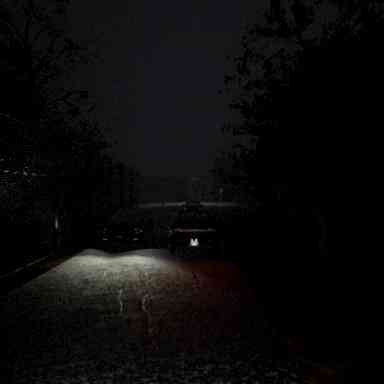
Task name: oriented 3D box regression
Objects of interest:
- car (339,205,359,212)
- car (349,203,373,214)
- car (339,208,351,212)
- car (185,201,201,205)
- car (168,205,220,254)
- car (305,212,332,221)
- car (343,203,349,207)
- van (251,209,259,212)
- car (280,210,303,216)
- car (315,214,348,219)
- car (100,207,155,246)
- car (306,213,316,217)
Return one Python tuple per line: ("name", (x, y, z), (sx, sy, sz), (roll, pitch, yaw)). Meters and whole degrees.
("car", (40.755, 4.288, 86.298), (4.674, 1.452, 2.002), (-1, 0, -17))
("car", (40.238, 4.093, 77.275), (5.566, 2.045, 2.435), (-1, 1, -17))
("car", (26.391, 4.264, 62.041), (2.435, 2.045, 5.566), (0, 0, -18))
("car", (0.088, 1.548, 30.020), (1.812, 1.442, 4.674), (0, 0, 0))
("car", (0.085, 1.503, 13.541), (2.128, 1.511, 4.902), (0, 0, 0))
("car", (23.474, 4.545, 62.093), (2.163, 1.488, 4.792), (0, 0, -18))
("car", (40.771, 4.274, 83.350), (5.366, 1.575, 1.946), (-1, 0, -17))
("van", (11.581, 4.291, 62.588), (1.878, 1.987, 4.442), (0, 0, -18))
("car", (17.551, 4.265, 62.271), (2.435, 2.045, 5.566), (0, 0, -18))
("car", (19.812, 4.450, 45.243), (2.435, 2.045, 5.566), (0, 1, -18))
("car", (-2.850, 1.489, 15.528), (1.882, 1.535, 5.008), (0, 0, 0))
("car", (20.509, 4.264, 62.177), (2.435, 2.045, 5.566), (0, 0, -18))
